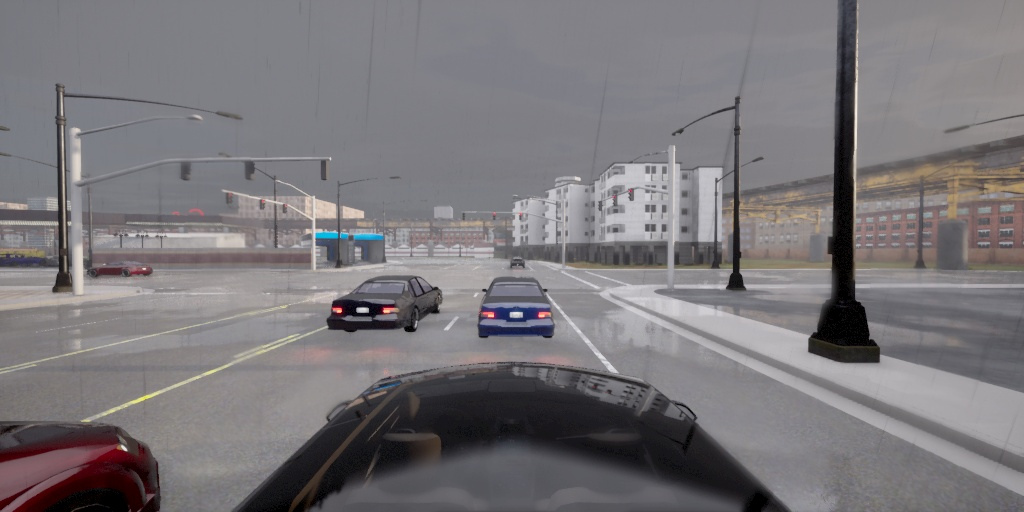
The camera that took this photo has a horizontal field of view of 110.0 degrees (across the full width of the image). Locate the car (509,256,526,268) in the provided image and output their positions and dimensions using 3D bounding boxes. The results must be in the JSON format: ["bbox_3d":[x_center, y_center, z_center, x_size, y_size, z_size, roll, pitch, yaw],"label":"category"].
[{"bbox_3d":[0.694,0.771,46.178,1.837,1.490,4.892,0,1,0],"label":"car"}]

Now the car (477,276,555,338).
[{"bbox_3d":[0.088,1.280,10.088,2.033,1.411,5.357,0,0,0],"label":"car"}]

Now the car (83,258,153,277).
[{"bbox_3d":[-33.771,1.085,30.927,4.181,1.385,1.994,0,1,-1],"label":"car"}]

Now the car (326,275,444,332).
[{"bbox_3d":[-3.409,1.274,10.689,2.033,1.411,5.357,0,0,0],"label":"car"}]

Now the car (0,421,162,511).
[{"bbox_3d":[-3.394,1.314,0.692,1.994,1.385,4.181,0,0,-1],"label":"car"}]
